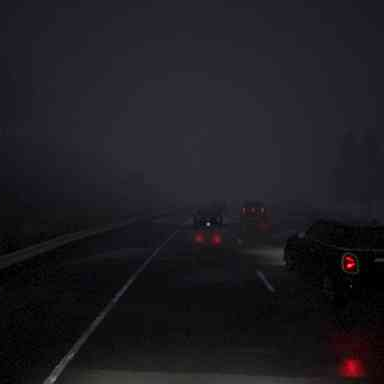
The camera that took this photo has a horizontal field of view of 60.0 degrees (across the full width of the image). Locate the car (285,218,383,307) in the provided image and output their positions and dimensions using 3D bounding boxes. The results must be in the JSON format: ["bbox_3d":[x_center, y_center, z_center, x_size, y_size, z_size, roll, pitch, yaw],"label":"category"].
[{"bbox_3d":[3.810,1.419,8.257,2.097,1.767,4.553,0,0,2],"label":"car"}]

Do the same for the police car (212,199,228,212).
[{"bbox_3d":[3.494,1.744,42.166,1.930,1.638,5.238,0,0,9],"label":"police car"}]

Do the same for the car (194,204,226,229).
[{"bbox_3d":[1.220,1.777,23.389,1.895,1.301,4.718,0,0,5],"label":"car"}]

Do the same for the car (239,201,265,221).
[{"bbox_3d":[5.436,1.586,30.345,2.097,1.767,4.553,0,0,6],"label":"car"}]
